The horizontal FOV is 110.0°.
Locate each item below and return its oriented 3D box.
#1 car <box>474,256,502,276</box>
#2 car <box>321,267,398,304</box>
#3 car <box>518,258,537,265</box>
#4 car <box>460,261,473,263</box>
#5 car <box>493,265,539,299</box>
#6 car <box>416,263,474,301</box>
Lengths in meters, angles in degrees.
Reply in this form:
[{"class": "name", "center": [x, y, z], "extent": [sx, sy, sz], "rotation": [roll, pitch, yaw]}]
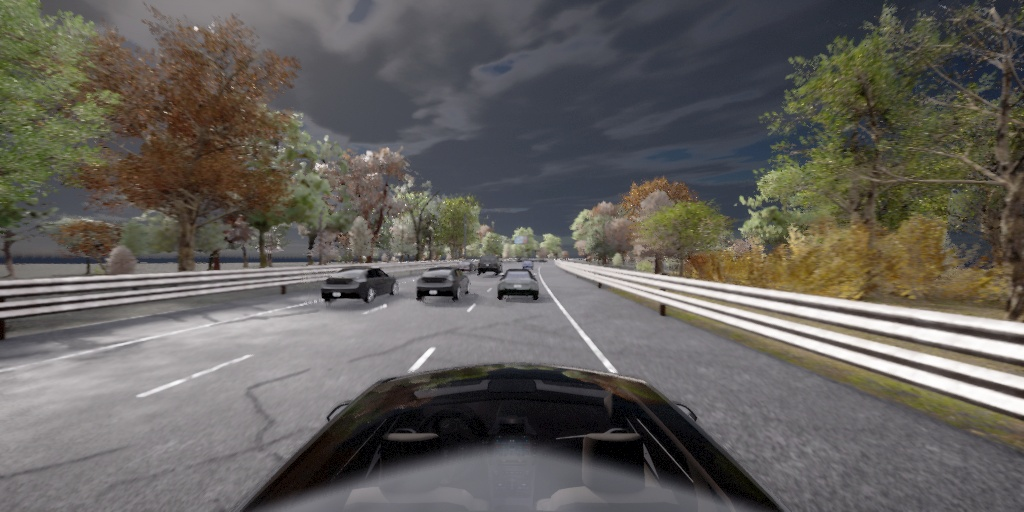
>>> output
[{"class": "car", "center": [-2.310, 1.009, 38.382], "extent": [2.150, 2.045, 5.566], "rotation": [0, 0, 3]}, {"class": "car", "center": [-6.737, 1.248, 16.355], "extent": [1.837, 1.490, 4.892], "rotation": [0, 0, 2]}, {"class": "car", "center": [2.515, 1.385, 56.976], "extent": [2.033, 1.411, 5.357], "rotation": [0, 0, 5]}, {"class": "car", "center": [-5.503, 1.333, 43.403], "extent": [2.033, 1.411, 5.357], "rotation": [0, 0, 4]}, {"class": "car", "center": [0.326, 1.333, 18.326], "extent": [1.994, 1.385, 4.181], "rotation": [0, 0, 2]}, {"class": "car", "center": [-3.207, 1.262, 17.347], "extent": [1.837, 1.490, 4.892], "rotation": [0, 0, 2]}]
